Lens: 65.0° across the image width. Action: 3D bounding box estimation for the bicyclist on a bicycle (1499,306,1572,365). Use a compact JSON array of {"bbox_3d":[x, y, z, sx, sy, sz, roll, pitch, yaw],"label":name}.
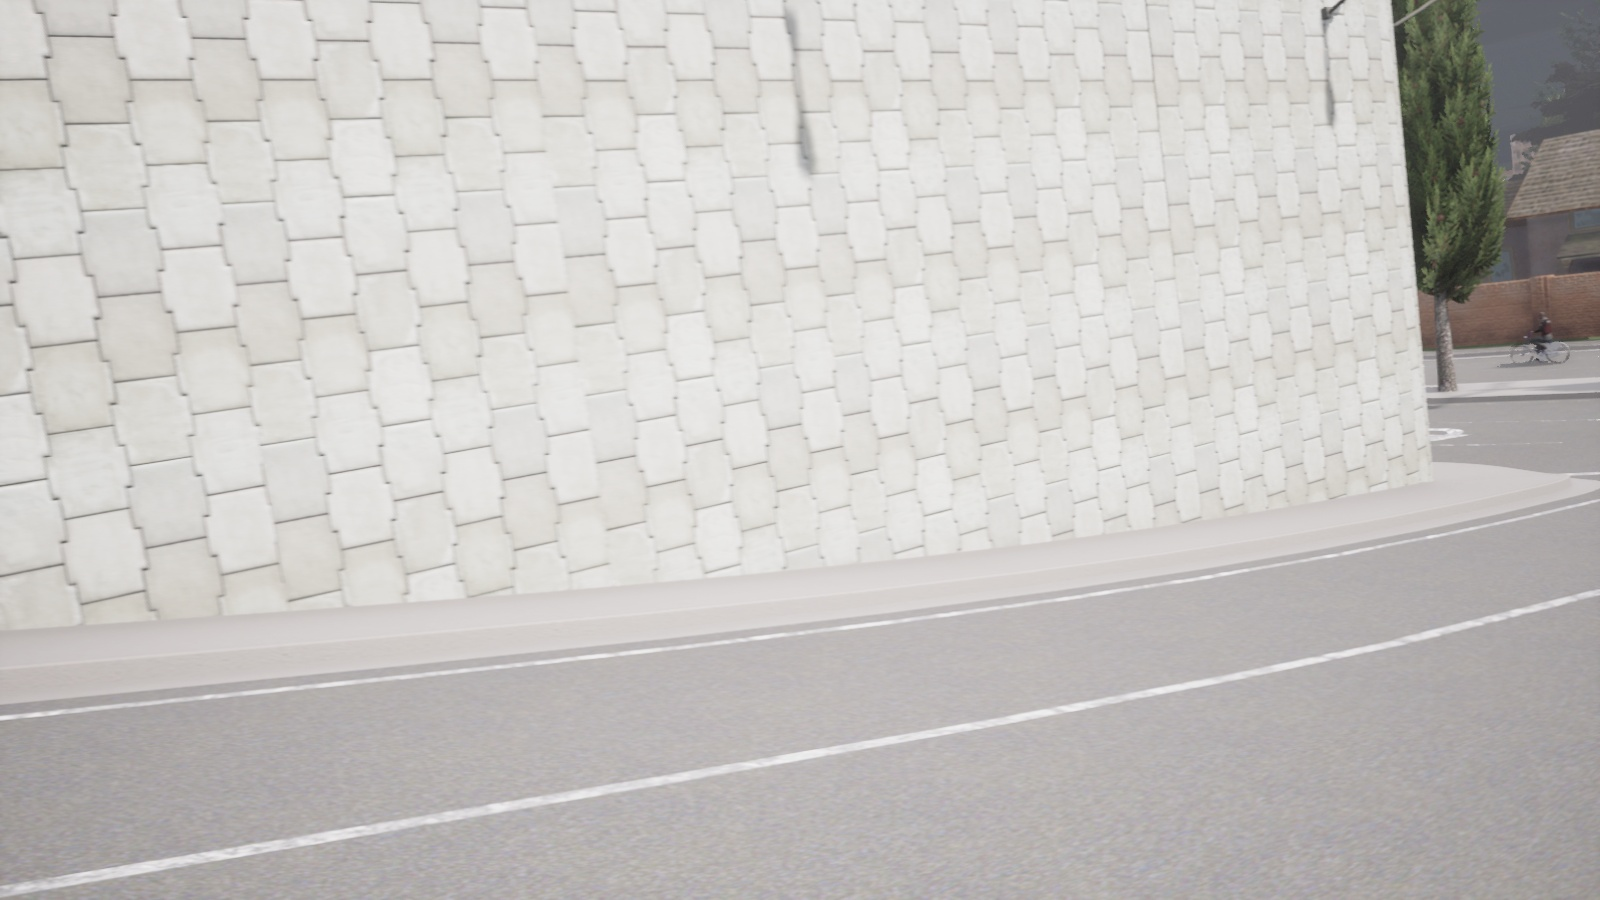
[{"bbox_3d":[24.410,-3.783,41.695,0.659,1.776,1.843,-12,7,-35],"label":"bicyclist on a bicycle"}]
